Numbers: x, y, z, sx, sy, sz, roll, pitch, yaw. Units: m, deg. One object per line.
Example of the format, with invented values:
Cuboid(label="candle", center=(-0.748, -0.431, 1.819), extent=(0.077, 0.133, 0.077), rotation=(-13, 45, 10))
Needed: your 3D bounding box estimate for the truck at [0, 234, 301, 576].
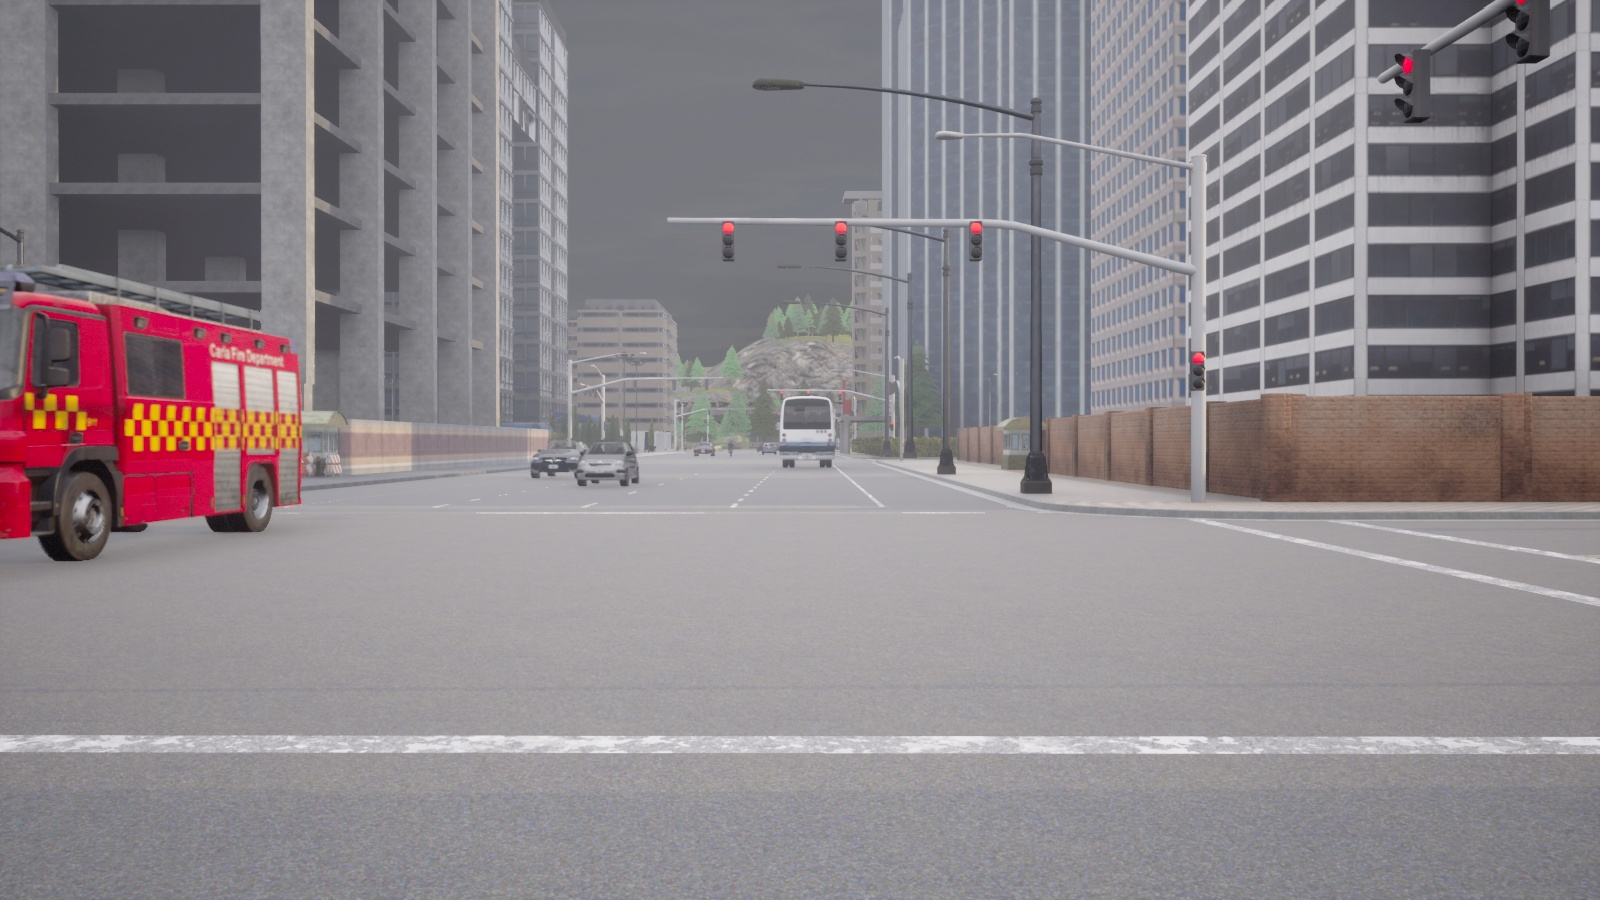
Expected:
Cuboid(label="truck", center=(-10.384, -0.529, 18.184), extent=(2.891, 3.827, 8.468), rotation=(0, 0, 0))

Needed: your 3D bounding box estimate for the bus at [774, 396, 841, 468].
Cuboid(label="bus", center=(0.451, -1.077, 79.333), extent=(3.944, 4.253, 10.273), rotation=(0, 0, 0))

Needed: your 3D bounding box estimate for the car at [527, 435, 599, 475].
Cuboid(label="car", center=(-10.187, 0.210, 54.325), extent=(2.152, 1.651, 5.027), rotation=(0, 0, 0))

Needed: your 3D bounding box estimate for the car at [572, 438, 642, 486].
Cuboid(label="car", center=(-6.742, 0.390, 44.209), extent=(1.851, 1.617, 3.988), rotation=(0, 0, 0))
